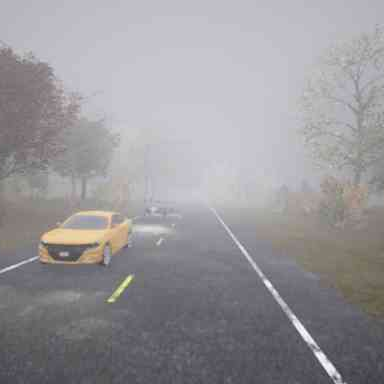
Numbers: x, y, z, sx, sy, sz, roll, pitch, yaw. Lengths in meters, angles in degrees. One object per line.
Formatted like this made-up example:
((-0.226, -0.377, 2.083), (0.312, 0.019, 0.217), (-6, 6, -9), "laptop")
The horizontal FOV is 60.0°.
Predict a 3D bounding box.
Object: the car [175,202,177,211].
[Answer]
((-2.671, 1.477, 36.973), (2.033, 1.411, 5.357), (1, 0, 1), "car")

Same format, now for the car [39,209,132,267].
((-3.355, 1.398, 11.392), (1.882, 1.535, 5.008), (1, 0, 1), "car")

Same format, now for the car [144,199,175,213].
((-2.859, 1.175, 27.559), (2.128, 1.511, 4.902), (1, 0, 1), "car")
